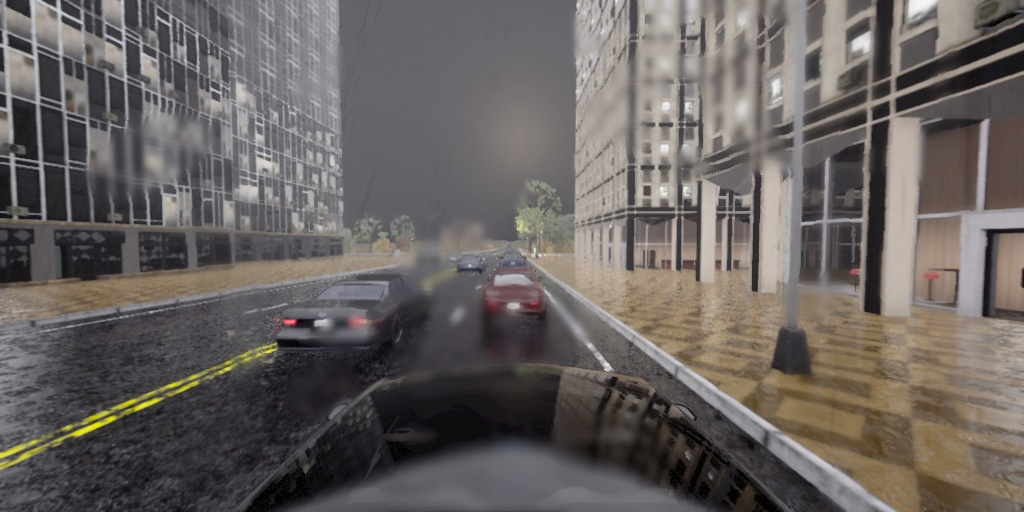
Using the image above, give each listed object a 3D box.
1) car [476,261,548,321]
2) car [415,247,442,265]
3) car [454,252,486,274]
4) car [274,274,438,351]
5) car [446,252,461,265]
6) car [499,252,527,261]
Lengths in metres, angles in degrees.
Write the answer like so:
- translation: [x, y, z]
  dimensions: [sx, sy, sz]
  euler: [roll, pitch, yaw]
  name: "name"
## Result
- translation: [0.070, 1.046, 11.256]
  dimensions: [1.812, 1.442, 4.674]
  euler: [0, 1, 0]
  name: "car"
- translation: [-9.855, -0.024, 42.708]
  dimensions: [2.150, 2.045, 5.566]
  euler: [0, 2, 0]
  name: "car"
- translation: [-3.172, 0.655, 29.027]
  dimensions: [1.994, 1.385, 4.181]
  euler: [0, 1, 0]
  name: "car"
- translation: [-3.185, 1.132, 8.602]
  dimensions: [2.033, 1.411, 5.357]
  euler: [0, 1, 0]
  name: "car"
- translation: [-6.603, 0.242, 42.974]
  dimensions: [2.128, 1.511, 4.902]
  euler: [0, 1, 0]
  name: "car"
- translation: [0.076, 0.467, 28.031]
  dimensions: [2.097, 1.767, 4.553]
  euler: [0, 1, 0]
  name: "car"
